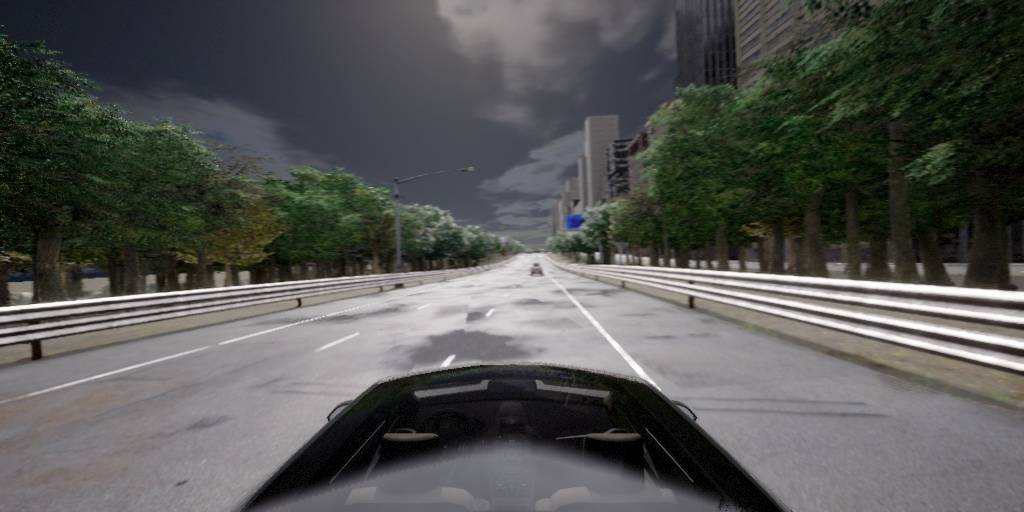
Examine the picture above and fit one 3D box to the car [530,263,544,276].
[{"bbox_3d":[3.669,2.143,52.590,1.812,1.442,4.674,-3,-1,5],"label":"car"}]
